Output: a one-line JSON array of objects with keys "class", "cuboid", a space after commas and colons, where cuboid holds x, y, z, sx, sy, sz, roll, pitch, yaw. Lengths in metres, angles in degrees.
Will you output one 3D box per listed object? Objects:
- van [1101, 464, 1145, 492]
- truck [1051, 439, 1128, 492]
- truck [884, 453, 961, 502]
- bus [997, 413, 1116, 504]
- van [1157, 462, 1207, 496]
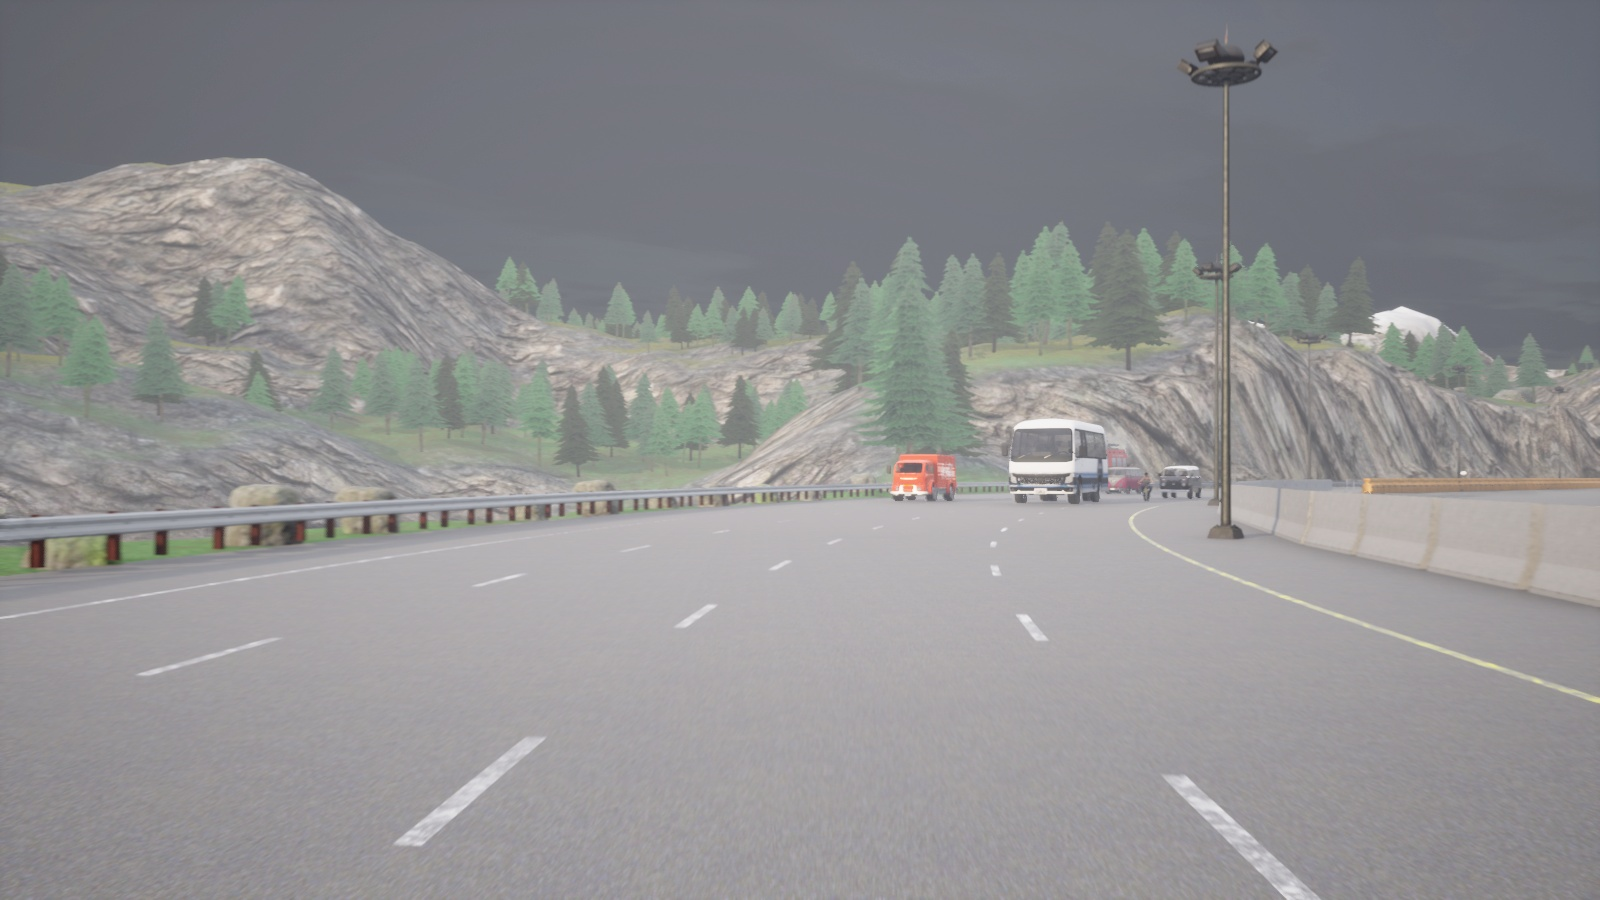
[{"class": "van", "cuboid": [23.533, 2.053, 91.278, 1.775, 1.987, 4.442, -1, -1, 33]}, {"class": "truck", "cuboid": [22.134, 1.210, 95.627, 2.891, 3.827, 8.468, -1, -1, 34]}, {"class": "truck", "cuboid": [6.513, 1.423, 66.230, 2.627, 2.467, 5.204, -1, -1, 22]}, {"class": "bus", "cuboid": [13.340, 0.492, 64.467, 3.944, 4.253, 10.273, -1, -1, 23]}, {"class": "van", "cuboid": [23.659, 1.797, 77.703, 2.069, 2.038, 4.480, -1, -1, 29]}]
